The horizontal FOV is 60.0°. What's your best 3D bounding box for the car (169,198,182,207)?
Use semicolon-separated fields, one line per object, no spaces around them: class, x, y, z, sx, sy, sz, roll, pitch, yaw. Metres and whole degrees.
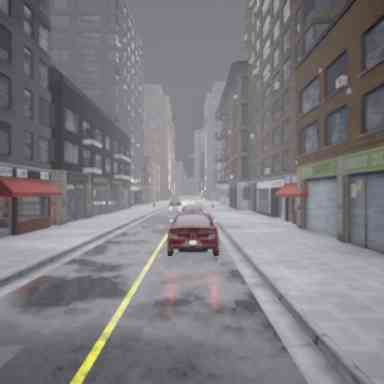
car;-2.805;1.757;56.904;1.837;1.490;4.892;0;0;0

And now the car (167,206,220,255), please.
car;0.056;1.547;13.608;1.882;1.535;5.008;0;0;0

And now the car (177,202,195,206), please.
car;0.045;1.730;26.908;1.895;1.301;4.718;0;0;1
